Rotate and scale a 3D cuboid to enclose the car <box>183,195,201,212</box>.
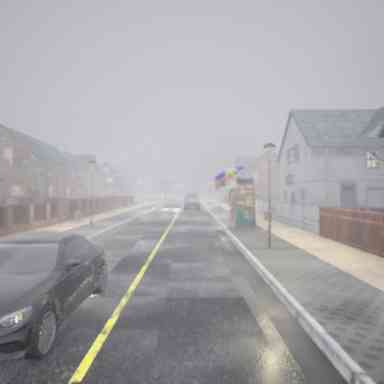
[{"bbox_3d":[0.021,1.402,37.006,1.882,1.535,5.008,0,0,0],"label":"car"}]

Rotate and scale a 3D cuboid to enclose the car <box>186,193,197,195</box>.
[{"bbox_3d":[-0.063,1.134,47.623,2.150,2.045,5.566,0,0,0],"label":"car"}]

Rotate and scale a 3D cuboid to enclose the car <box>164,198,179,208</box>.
[{"bbox_3d":[-2.898,1.512,46.777,1.895,1.301,4.718,0,0,0],"label":"car"}]

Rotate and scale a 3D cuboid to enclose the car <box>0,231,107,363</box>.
[{"bbox_3d":[-2.857,1.511,6.045,1.812,1.442,4.674,0,0,0],"label":"car"}]

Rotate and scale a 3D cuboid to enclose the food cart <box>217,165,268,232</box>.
[{"bbox_3d":[2.925,0.420,20.333,2.280,3.560,4.660,-2,-2,0],"label":"food cart"}]
